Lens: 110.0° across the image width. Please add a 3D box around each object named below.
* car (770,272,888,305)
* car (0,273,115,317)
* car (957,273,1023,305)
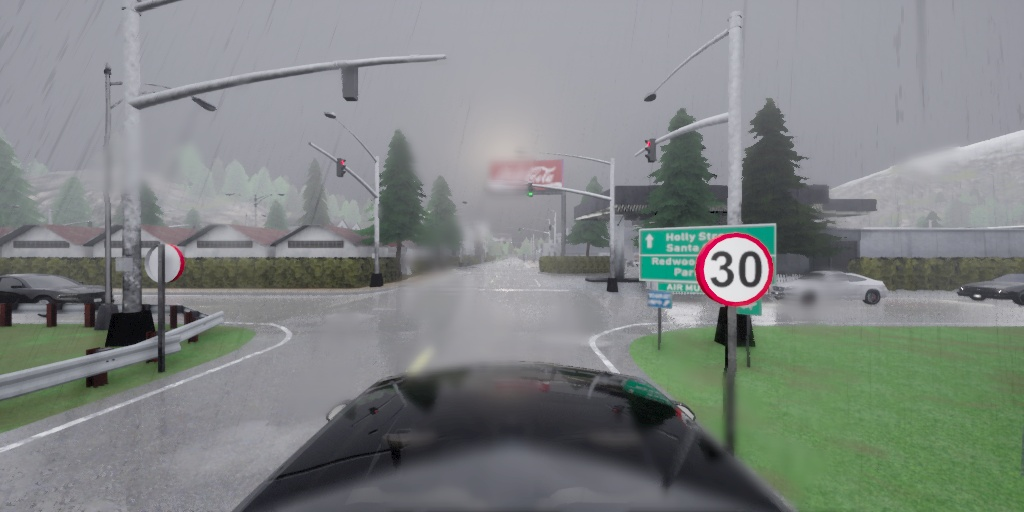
[{"bbox_3d":[14.858,1.469,16.923,4.674,1.442,1.812,0,0,0],"label":"car"},{"bbox_3d":[-18.340,1.420,13.755,5.008,1.535,1.882,0,0,1],"label":"car"},{"bbox_3d":[24.513,1.491,16.795,5.357,1.411,2.033,0,0,1],"label":"car"}]
